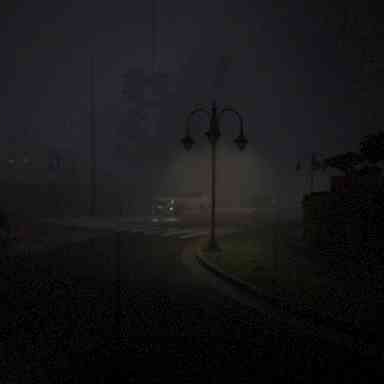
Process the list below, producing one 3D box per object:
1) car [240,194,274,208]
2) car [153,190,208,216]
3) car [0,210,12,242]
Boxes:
[{"bbox_3d":[7.429,1.012,37.825,4.902,1.511,2.128,0,1,-44],"label":"car"},{"bbox_3d":[-0.817,0.816,27.646,2.150,2.045,5.566,1,1,36],"label":"car"},{"bbox_3d":[-8.530,1.248,11.874,1.837,1.490,4.892,-1,0,5],"label":"car"}]
